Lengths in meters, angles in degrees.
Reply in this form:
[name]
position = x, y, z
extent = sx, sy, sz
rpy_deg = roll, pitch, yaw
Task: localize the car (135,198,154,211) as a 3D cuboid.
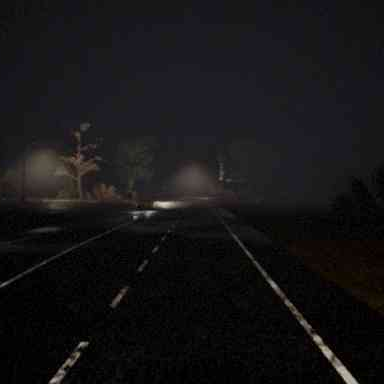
[car]
position = -6.093, 1.519, 42.709
extent = 1.882, 1.535, 5.008
rpy_deg = -1, 0, 1
